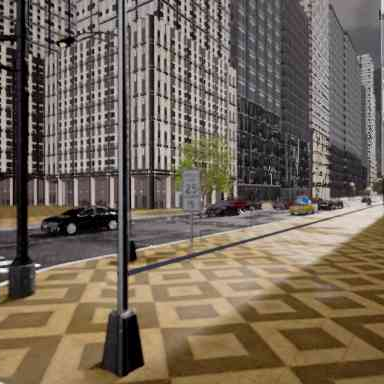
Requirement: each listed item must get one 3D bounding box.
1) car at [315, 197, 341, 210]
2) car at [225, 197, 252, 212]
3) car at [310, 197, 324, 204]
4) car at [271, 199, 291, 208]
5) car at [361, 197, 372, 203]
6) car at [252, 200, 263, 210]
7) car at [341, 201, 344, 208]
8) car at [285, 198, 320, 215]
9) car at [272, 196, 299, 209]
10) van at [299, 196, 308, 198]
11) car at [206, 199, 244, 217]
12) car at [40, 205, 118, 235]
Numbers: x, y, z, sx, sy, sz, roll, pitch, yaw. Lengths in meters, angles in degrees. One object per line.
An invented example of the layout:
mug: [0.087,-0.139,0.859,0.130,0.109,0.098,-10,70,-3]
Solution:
car: [18.230,1.753,44.902,1.947,1.339,4.313,0,0,34]
car: [4.869,1.497,40.260,2.192,1.841,5.009,-1,-1,34]
car: [27.459,1.840,73.125,1.887,1.381,4.507,0,0,34]
car: [14.551,1.818,54.343,1.802,1.307,4.206,0,0,34]
car: [40.819,1.851,77.769,1.947,1.339,4.313,0,0,34]
car: [8.097,1.767,44.953,1.947,1.339,4.313,-1,0,34]
car: [21.457,1.754,49.597,2.008,1.369,4.403,0,0,34]
car: [11.872,1.675,35.652,1.752,1.417,4.829,-1,0,34]
car: [13.239,1.612,47.682,2.097,1.767,4.553,0,0,34]
van: [21.005,1.609,63.737,1.690,1.788,3.998,0,0,34]
car: [3.088,1.709,33.077,1.994,1.385,4.181,0,0,35]
car: [-6.317,1.578,19.410,1.837,1.490,4.892,0,0,35]
